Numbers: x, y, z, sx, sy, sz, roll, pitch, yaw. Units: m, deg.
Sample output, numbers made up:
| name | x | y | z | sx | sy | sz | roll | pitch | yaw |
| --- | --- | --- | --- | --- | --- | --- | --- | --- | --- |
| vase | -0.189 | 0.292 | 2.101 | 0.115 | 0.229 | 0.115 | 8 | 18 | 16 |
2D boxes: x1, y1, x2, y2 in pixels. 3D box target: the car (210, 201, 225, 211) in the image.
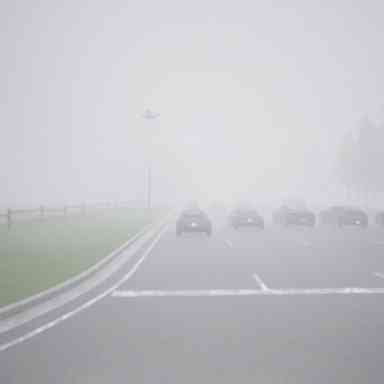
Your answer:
| name | x | y | z | sx | sy | sz | roll | pitch | yaw |
| --- | --- | --- | --- | --- | --- | --- | --- | --- | --- |
| car | 3.605 | 1.937 | 47.890 | 1.994 | 1.385 | 4.181 | 0 | 0 | 0 |

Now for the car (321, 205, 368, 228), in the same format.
| name | x | y | z | sx | sy | sz | roll | pitch | yaw |
| --- | --- | --- | --- | --- | --- | --- | --- | --- | --- |
| car | 10.601 | 1.690 | 23.655 | 1.837 | 1.490 | 4.892 | 0 | 0 | 0 |

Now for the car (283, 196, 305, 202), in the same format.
| name | x | y | z | sx | sy | sz | roll | pitch | yaw |
| --- | --- | --- | --- | --- | --- | --- | --- | --- | --- |
| car | 14.107 | 1.584 | 46.579 | 2.150 | 2.045 | 5.566 | 0 | 0 | 0 |

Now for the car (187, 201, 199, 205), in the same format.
| name | x | y | z | sx | sy | sz | roll | pitch | yaw |
| --- | --- | --- | --- | --- | --- | --- | --- | --- | --- |
| car | 0.105 | 1.874 | 41.800 | 2.033 | 1.411 | 5.357 | 0 | 0 | 0 |

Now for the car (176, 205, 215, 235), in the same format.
| name | x | y | z | sx | sy | sz | roll | pitch | yaw |
| --- | --- | --- | --- | --- | --- | --- | --- | --- | --- |
| car | 0.102 | 1.720 | 19.827 | 1.994 | 1.385 | 4.181 | 0 | 0 | 0 |

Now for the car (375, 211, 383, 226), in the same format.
| name | x | y | z | sx | sy | sz | roll | pitch | yaw |
| --- | --- | --- | --- | --- | --- | --- | --- | --- | --- |
| car | 14.103 | 1.663 | 21.987 | 2.128 | 1.511 | 4.902 | 0 | 0 | 0 |

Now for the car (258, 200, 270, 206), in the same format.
| name | x | y | z | sx | sy | sz | roll | pitch | yaw |
| --- | --- | --- | --- | --- | --- | --- | --- | --- | --- |
| car | 10.593 | 1.900 | 48.150 | 1.812 | 1.442 | 4.674 | 0 | 0 | 0 |

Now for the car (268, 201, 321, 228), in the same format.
| name | x | y | z | sx | sy | sz | roll | pitch | yaw |
| --- | --- | --- | --- | --- | --- | --- | --- | --- | --- |
| car | 7.102 | 1.662 | 23.638 | 1.882 | 1.535 | 5.008 | 0 | 0 | 0 |

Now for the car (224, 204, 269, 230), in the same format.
| name | x | y | z | sx | sy | sz | roll | pitch | yaw |
| --- | --- | --- | --- | --- | --- | --- | --- | --- | --- |
| car | 3.602 | 1.742 | 22.740 | 1.994 | 1.385 | 4.181 | 0 | 0 | 0 |

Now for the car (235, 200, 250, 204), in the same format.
| name | x | y | z | sx | sy | sz | roll | pitch | yaw |
| --- | --- | --- | --- | --- | --- | --- | --- | --- | --- |
| car | 7.106 | 1.859 | 47.193 | 2.128 | 1.511 | 4.902 | 0 | 0 | 0 |
